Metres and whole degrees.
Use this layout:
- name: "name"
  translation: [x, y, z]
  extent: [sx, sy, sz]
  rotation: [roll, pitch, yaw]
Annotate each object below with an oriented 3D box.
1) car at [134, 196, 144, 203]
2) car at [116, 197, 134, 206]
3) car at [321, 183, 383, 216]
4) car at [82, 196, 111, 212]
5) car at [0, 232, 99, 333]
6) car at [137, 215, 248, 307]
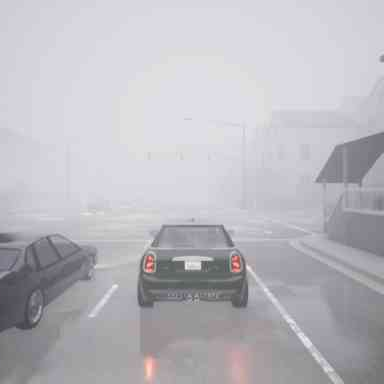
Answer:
- name: "car"
  translation: [-11.181, 1.501, 68.881]
  extent: [1.994, 1.385, 4.181]
  rotation: [0, 0, -1]
- name: "car"
  translation: [-11.117, 1.485, 54.069]
  extent: [1.812, 1.442, 4.674]
  rotation: [0, 0, 0]
- name: "car"
  translation: [13.709, 0.708, 27.932]
  extent: [5.566, 2.045, 2.150]
  rotation: [-14, 1, -2]
- name: "car"
  translation: [-10.983, 1.448, 39.377]
  extent: [1.882, 1.535, 5.008]
  rotation: [0, 0, -1]
- name: "car"
  translation: [-3.485, 1.542, 6.843]
  extent: [2.033, 1.411, 5.357]
  rotation: [0, 0, 0]
- name: "car"
  translation: [0.006, 1.346, 8.123]
  extent: [2.097, 1.767, 4.553]
  rotation: [0, 0, 0]
